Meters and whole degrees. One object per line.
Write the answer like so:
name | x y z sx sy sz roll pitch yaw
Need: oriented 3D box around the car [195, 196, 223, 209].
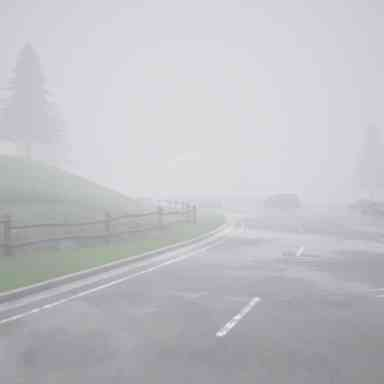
car | 2.532 1.525 44.225 1.812 1.442 4.674 0 0 -23

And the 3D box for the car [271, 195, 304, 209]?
car | 13.121 1.351 46.134 2.097 1.767 4.553 0 0 -20

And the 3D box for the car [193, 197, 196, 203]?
car | 1.365 1.491 59.035 2.128 1.511 4.902 0 0 -41

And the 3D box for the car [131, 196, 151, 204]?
car | -9.338 1.491 60.627 2.128 1.511 4.902 0 0 -43

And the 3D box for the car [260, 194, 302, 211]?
car | 11.061 1.218 41.422 2.150 2.045 5.566 0 0 -17

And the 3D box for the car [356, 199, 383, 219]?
car | 16.194 1.525 28.439 1.812 1.442 4.674 0 0 3

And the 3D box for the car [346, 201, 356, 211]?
car | 19.103 1.502 36.874 1.837 1.490 4.892 0 -1 -6

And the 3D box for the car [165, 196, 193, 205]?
car | -2.688 1.477 58.464 1.882 1.535 5.008 0 0 -42

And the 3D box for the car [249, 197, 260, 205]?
car | 12.109 1.546 56.599 2.033 1.411 5.357 0 0 -33
